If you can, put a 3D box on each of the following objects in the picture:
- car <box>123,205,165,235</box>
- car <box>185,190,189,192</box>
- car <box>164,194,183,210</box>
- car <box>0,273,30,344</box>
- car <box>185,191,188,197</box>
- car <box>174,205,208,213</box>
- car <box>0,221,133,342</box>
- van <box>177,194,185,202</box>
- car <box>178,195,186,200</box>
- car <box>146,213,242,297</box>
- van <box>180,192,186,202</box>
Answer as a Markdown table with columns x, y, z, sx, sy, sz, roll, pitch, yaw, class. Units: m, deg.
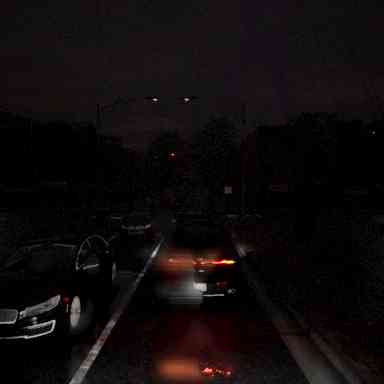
| x | y | z | sx | sy | sz | roll | pitch | yaw | class |
| --- | --- | --- | --- | --- | --- | --- | --- | --- | --- |
| -2.642 | 1.584 | 17.463 | 1.802 | 1.307 | 4.206 | -2 | 0 | 0 | car |
| -2.566 | 1.145 | 94.110 | 2.192 | 1.841 | 5.009 | -1 | 1 | 0 | car |
| -2.623 | 1.489 | 44.240 | 1.967 | 1.590 | 4.097 | -2 | 0 | 0 | car |
| -2.658 | 1.550 | 1.120 | 2.008 | 1.369 | 4.403 | -2 | 0 | 0 | car |
| -2.595 | 1.318 | 71.940 | 2.192 | 1.841 | 5.009 | -1 | 0 | 0 | car |
| 0.147 | 1.604 | 18.652 | 1.895 | 1.301 | 4.718 | 0 | 0 | 1 | car |
| -2.653 | 1.549 | 6.568 | 2.008 | 1.369 | 4.403 | -2 | 0 | 0 | car |
| -2.587 | 1.313 | 77.476 | 1.690 | 1.788 | 3.998 | -1 | 0 | 0 | van |
| -2.569 | 1.442 | 88.560 | 2.008 | 1.369 | 4.403 | -1 | 0 | 0 | car |
| 0.111 | 1.503 | 8.521 | 1.837 | 1.490 | 4.892 | 0 | 0 | 0 | car |
| -2.599 | 1.369 | 66.396 | 1.690 | 1.788 | 3.998 | -1 | 0 | 0 | van |
